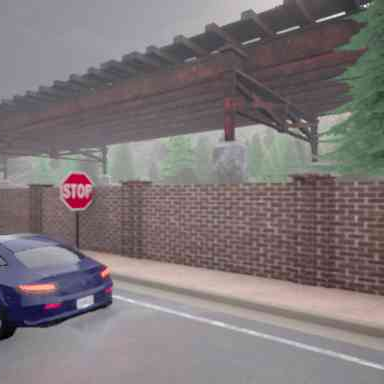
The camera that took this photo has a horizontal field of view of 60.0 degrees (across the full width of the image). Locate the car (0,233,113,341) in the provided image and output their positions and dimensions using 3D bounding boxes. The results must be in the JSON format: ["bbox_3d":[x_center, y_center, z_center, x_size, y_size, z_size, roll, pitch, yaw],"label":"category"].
[{"bbox_3d":[-3.530,1.551,6.508,4.674,1.442,1.812,0,0,36],"label":"car"}]
